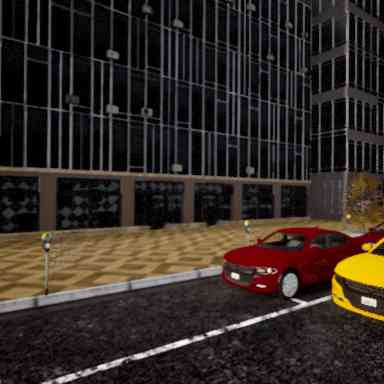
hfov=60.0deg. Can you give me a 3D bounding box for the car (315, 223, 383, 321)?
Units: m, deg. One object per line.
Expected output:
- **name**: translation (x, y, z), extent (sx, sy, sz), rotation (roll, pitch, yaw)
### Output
- **car**: translation (4.918, 1.535, 6.887), extent (5.008, 1.535, 1.882), rotation (1, 0, -35)

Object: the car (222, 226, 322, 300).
- **car**: translation (2.781, 1.597, 8.540), extent (4.507, 1.381, 1.887), rotation (1, 0, -35)
